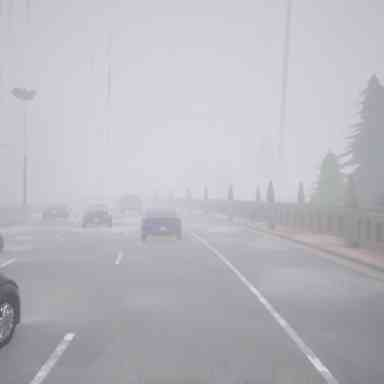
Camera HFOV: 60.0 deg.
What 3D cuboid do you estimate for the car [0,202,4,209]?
[{"bbox_3d":[-25.899,1.819,43.686,1.994,1.385,4.181,0,0,-29],"label":"car"}]

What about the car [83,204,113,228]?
[{"bbox_3d":[-6.460,1.584,22.921,1.812,1.442,4.674,0,0,-14],"label":"car"}]

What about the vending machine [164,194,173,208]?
[{"bbox_3d":[-3.436,1.291,48.393,1.100,2.100,0.880,0,0,-26],"label":"vending machine"}]

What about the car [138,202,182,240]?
[{"bbox_3d":[-1.705,1.502,17.360,1.882,1.535,5.008,0,0,-9],"label":"car"}]

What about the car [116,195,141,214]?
[{"bbox_3d":[-6.949,1.313,36.450,2.150,2.045,5.566,0,0,-20],"label":"car"}]

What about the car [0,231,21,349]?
[{"bbox_3d":[-3.680,1.368,3.370,2.097,1.767,4.553,0,0,-2],"label":"car"}]

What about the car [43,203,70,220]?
[{"bbox_3d":[-11.905,1.668,29.389,1.994,1.385,4.181,0,0,-17],"label":"car"}]
